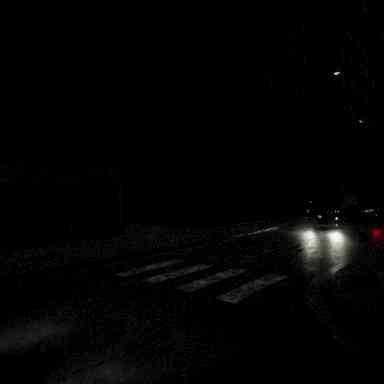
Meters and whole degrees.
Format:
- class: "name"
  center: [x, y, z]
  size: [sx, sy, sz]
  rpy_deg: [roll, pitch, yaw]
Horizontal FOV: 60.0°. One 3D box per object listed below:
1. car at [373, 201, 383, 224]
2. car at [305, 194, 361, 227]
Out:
- class: "car"
  center: [13.737, 1.325, 22.575]
  size: [2.128, 1.511, 4.902]
  rpy_deg: [-2, -1, 41]
- class: "car"
  center: [9.572, 1.146, 22.301]
  size: [2.150, 2.045, 5.566]
  rpy_deg: [-2, -1, 41]
